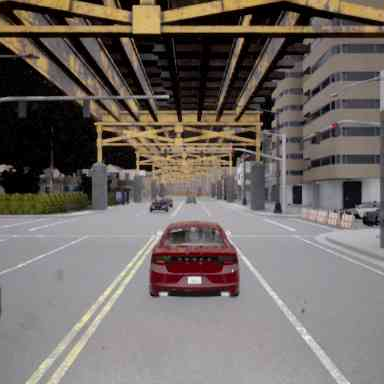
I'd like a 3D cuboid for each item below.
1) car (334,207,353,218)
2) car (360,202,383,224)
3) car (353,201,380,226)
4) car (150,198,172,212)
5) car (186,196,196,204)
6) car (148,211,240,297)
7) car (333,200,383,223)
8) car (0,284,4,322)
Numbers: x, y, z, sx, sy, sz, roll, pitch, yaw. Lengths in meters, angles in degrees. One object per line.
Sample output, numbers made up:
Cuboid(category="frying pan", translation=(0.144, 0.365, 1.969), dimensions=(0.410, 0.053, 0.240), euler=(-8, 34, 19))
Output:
Cuboid(category="car", translation=(13.581, 1.293, 25.453), dimensions=(4.536, 1.218, 1.853), euler=(0, 0, 25))
Cuboid(category="car", translation=(13.265, 1.294, 21.333), dimensions=(4.536, 1.218, 1.853), euler=(0, 0, -20))
Cuboid(category="car", translation=(13.216, 1.451, 21.315), dimensions=(4.974, 1.542, 2.038), euler=(0, 0, -20))
Cuboid(category="car", translation=(-3.675, 1.561, 38.258), dimensions=(1.994, 1.385, 4.181), euler=(0, 0, 0))
Cuboid(category="car", translation=(-0.137, 1.543, 63.294), dimensions=(2.033, 1.411, 5.357), euler=(0, 0, 0))
Cuboid(category="car", translation=(0.056, 1.477, 8.619), dimensions=(1.882, 1.535, 5.008), euler=(0, 0, 0))
Cuboid(category="car", translation=(13.534, 1.451, 25.474), dimensions=(4.974, 1.542, 2.038), euler=(0, 0, 25))
Cuboid(category="car", translation=(-3.571, 1.491, 2.688), dimensions=(2.128, 1.511, 4.902), euler=(0, 0, 0))
